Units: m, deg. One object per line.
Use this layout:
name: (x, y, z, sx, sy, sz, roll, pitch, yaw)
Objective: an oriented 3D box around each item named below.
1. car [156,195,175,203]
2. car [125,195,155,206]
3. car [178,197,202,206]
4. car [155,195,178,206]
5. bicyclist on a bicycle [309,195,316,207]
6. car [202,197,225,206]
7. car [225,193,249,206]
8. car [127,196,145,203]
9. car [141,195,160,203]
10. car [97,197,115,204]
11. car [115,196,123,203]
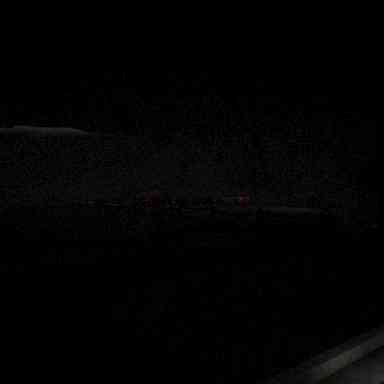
car: (-5.860, 1.482, 73.649, 1.882, 1.535, 5.008, 0, 0, -35)
car: (-8.424, 1.494, 53.121, 2.128, 1.511, 4.902, 0, 0, -35)
car: (-1.131, 1.551, 54.914, 2.033, 1.411, 5.357, 0, 0, -35)
car: (-4.753, 1.604, 53.983, 1.895, 1.301, 4.718, 0, 0, -35)
bicyclist on a bicycle: (17.283, 1.307, 47.783, 1.656, 1.620, 0.582, 0, 0, -35)
car: (2.731, 1.496, 55.510, 2.128, 1.511, 4.902, 0, 0, -35)
car: (6.998, 1.225, 55.525, 2.150, 2.045, 5.566, 0, 0, -35)
car: (-11.753, 1.599, 69.860, 1.895, 1.301, 4.718, 0, 0, -35)
car: (-9.088, 1.482, 72.156, 1.882, 1.535, 5.008, 0, 0, -35)
car: (-17.687, 1.604, 66.302, 1.895, 1.301, 4.718, 0, 0, -35)
car: (-14.670, 1.529, 68.065, 1.812, 1.442, 4.674, 0, 0, -35)
